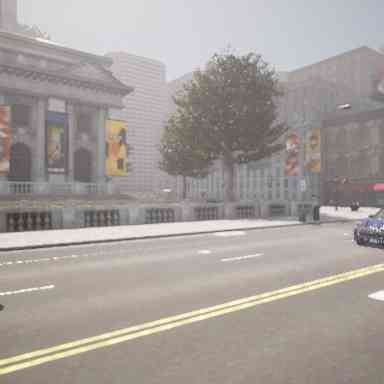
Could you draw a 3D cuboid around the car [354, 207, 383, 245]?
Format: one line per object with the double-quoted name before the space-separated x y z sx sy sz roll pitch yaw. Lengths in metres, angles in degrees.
"car" 9.231 1.419 14.859 4.553 1.767 2.097 0 0 -35
